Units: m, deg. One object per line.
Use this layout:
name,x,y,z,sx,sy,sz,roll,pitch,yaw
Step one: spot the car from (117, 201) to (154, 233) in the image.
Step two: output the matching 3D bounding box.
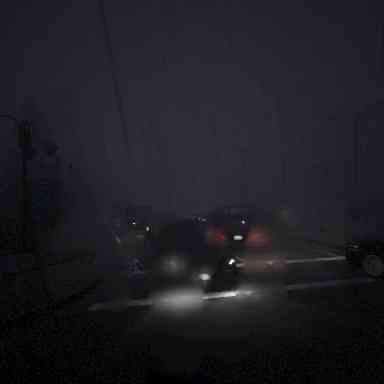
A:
car,-3.106,1.529,19.950,2.033,1.411,5.357,0,0,-17

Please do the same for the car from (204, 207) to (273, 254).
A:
car,1.349,1.538,13.396,2.033,1.411,5.357,0,0,-4

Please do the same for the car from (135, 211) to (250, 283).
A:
car,-0.370,1.543,10.116,2.033,1.411,5.357,0,0,-15

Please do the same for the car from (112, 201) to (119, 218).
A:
car,-6.269,1.515,30.101,2.033,1.411,5.357,0,0,-17

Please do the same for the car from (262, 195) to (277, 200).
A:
car,10.335,1.277,47.123,2.152,1.636,5.027,0,0,-17

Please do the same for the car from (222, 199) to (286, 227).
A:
car,2.845,1.467,19.900,5.357,1.411,2.033,-3,1,-15

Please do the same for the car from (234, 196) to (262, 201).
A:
car,7.347,1.287,46.166,2.007,1.523,4.514,0,0,-17

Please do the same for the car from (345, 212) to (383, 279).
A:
car,6.532,1.475,8.247,5.008,1.535,1.882,0,0,39

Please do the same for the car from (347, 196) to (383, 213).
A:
car,15.588,1.356,29.211,1.970,1.475,3.806,0,0,-17

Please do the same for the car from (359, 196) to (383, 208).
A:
car,23.893,1.273,43.200,1.845,1.501,3.633,0,0,-17
